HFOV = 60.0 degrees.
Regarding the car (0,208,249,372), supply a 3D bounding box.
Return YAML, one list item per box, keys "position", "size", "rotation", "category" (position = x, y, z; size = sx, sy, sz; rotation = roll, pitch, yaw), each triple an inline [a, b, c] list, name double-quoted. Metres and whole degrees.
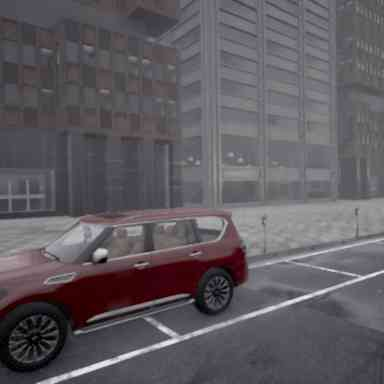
- position: [-1.204, 1.275, 5.809]
  size: [5.009, 1.841, 2.192]
  rotation: [-1, 0, -36]
  category: "car"
